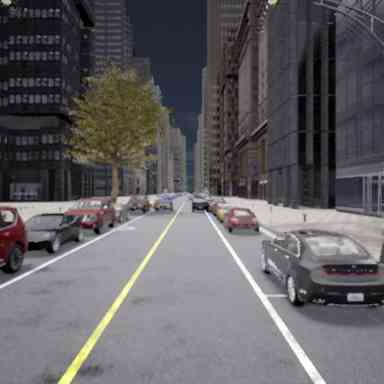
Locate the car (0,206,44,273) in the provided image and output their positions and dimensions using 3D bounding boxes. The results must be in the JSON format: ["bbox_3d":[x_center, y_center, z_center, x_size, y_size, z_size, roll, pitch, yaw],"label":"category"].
[{"bbox_3d":[-5.764,1.303,7.791,2.192,1.841,5.009,0,0,0],"label":"car"}]

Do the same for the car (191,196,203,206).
[{"bbox_3d":[0.837,1.437,53.242,1.837,1.490,4.892,0,0,0],"label":"car"}]

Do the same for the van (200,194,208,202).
[{"bbox_3d":[2.763,1.252,75.929,1.690,1.788,3.998,0,0,0],"label":"van"}]

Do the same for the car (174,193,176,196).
[{"bbox_3d":[-5.761,1.484,87.275,1.802,1.307,4.206,0,0,0],"label":"car"}]

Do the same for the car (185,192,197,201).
[{"bbox_3d":[0.002,1.268,71.570,2.033,1.411,5.357,0,0,0],"label":"car"}]

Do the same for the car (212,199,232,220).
[{"bbox_3d":[2.762,1.488,25.001,1.752,1.417,4.829,0,0,0],"label":"car"}]

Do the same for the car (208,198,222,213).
[{"bbox_3d":[2.762,1.537,30.508,1.802,1.307,4.206,0,0,0],"label":"car"}]

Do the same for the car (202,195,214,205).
[{"bbox_3d":[2.763,1.366,58.895,1.967,1.590,4.097,0,0,0],"label":"car"}]

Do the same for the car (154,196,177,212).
[{"bbox_3d":[-3.092,1.511,37.811,1.994,1.385,4.181,0,0,0],"label":"car"}]

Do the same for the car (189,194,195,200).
[{"bbox_3d":[0.003,1.312,91.142,1.837,1.490,4.892,0,0,0],"label":"car"}]

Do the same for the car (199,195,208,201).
[{"bbox_3d":[2.764,1.451,81.607,1.887,1.381,4.507,0,0,0],"label":"car"}]

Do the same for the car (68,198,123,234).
[{"bbox_3d":[-5.763,1.286,19.146,2.192,1.841,5.009,0,0,0],"label":"car"}]

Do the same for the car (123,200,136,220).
[{"bbox_3d":[-5.763,1.514,24.823,2.008,1.369,4.403,0,0,0],"label":"car"}]

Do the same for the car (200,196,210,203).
[{"bbox_3d":[2.763,1.466,70.252,2.008,1.369,4.403,0,0,0],"label":"car"}]

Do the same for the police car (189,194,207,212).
[{"bbox_3d":[0.901,1.373,37.351,1.930,1.638,5.238,0,0,0],"label":"police car"}]

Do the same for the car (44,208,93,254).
[{"bbox_3d":[-5.763,1.545,13.469,1.947,1.339,4.313,0,0,0],"label":"car"}]

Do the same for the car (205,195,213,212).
[{"bbox_3d":[2.762,1.389,36.186,1.967,1.590,4.097,0,0,0],"label":"car"}]

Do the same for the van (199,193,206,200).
[{"bbox_3d":[2.763,1.243,87.284,1.690,1.788,3.998,0,0,0],"label":"van"}]

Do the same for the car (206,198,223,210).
[{"bbox_3d":[2.763,1.508,41.864,1.947,1.339,4.313,0,0,0],"label":"car"}]

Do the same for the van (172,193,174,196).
[{"bbox_3d":[-5.762,1.252,75.920,1.690,1.788,3.998,0,0,0],"label":"van"}]

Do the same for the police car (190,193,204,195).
[{"bbox_3d":[0.901,1.362,47.351,1.930,1.638,5.238,0,0,0],"label":"police car"}]

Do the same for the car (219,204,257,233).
[{"bbox_3d":[2.762,1.553,19.153,1.802,1.307,4.206,0,0,0],"label":"car"}]

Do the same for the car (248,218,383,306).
[{"bbox_3d":[2.761,1.539,7.798,2.008,1.369,4.403,0,0,0],"label":"car"}]

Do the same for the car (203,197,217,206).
[{"bbox_3d":[2.763,1.482,53.218,2.008,1.369,4.403,0,0,0],"label":"car"}]

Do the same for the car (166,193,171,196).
[{"bbox_3d":[-5.762,1.235,64.565,2.192,1.841,5.009,0,0,0],"label":"car"}]

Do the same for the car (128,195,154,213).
[{"bbox_3d":[-5.763,1.264,36.177,2.192,1.841,5.009,0,0,0],"label":"car"}]

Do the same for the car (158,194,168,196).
[{"bbox_3d":[-5.762,1.507,58.888,1.802,1.307,4.206,0,0,0],"label":"car"}]
